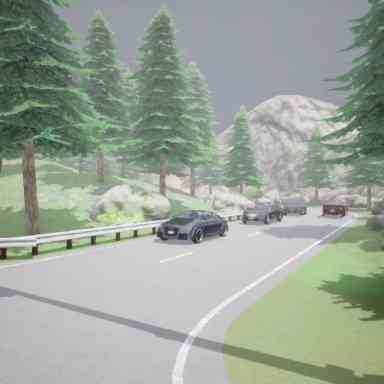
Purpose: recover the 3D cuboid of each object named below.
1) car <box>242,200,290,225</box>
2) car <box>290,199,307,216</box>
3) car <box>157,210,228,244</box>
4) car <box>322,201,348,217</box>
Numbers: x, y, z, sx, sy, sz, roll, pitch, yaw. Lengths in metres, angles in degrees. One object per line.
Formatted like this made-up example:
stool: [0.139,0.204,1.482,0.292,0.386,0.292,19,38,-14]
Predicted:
car: [5.307,1.506,24.640,2.128,1.511,4.902,0,0,31]
car: [10.407,1.525,33.494,1.837,1.490,4.892,0,0,24]
car: [0.126,1.573,16.152,1.994,1.385,4.181,0,0,31]
car: [13.654,1.553,31.637,1.882,1.535,5.008,0,-1,29]
